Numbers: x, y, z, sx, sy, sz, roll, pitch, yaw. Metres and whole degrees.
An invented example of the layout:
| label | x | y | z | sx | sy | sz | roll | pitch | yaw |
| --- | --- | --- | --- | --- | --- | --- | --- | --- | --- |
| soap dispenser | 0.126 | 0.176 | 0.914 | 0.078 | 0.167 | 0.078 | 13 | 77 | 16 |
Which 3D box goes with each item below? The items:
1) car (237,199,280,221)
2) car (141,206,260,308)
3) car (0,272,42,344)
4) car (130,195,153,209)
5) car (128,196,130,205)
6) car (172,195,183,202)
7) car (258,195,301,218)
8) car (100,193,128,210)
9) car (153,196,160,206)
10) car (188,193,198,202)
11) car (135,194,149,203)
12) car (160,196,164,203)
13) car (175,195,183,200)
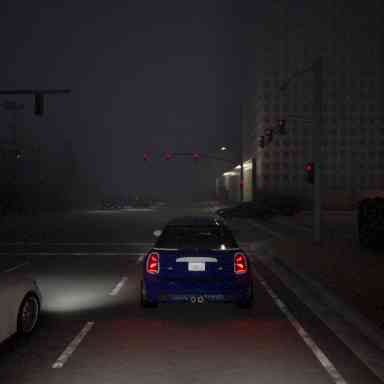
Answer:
| label | x | y | z | sx | sy | sz | roll | pitch | yaw |
| --- | --- | --- | --- | --- | --- | --- | --- | --- | --- |
| car | 4.350 | 1.569 | 26.938 | 4.674 | 1.442 | 1.812 | 1 | 0 | 0 |
| car | 0.102 | 1.352 | 8.070 | 2.097 | 1.767 | 4.553 | 0 | 0 | 0 |
| car | -3.430 | 1.526 | 3.640 | 1.812 | 1.442 | 4.674 | 0 | 0 | 1 |
| car | -6.973 | 1.526 | 46.345 | 1.812 | 1.442 | 4.674 | 0 | 0 | 0 |
| car | -10.455 | 1.478 | 53.883 | 1.882 | 1.535 | 5.008 | 0 | 0 | 0 |
| car | -3.323 | 1.469 | 73.542 | 1.882 | 1.535 | 5.008 | 0 | 0 | 0 |
| car | 7.088 | 1.277 | 30.446 | 5.566 | 2.045 | 2.150 | 0 | 0 | 0 |
| car | -10.484 | 1.221 | 44.114 | 2.150 | 2.045 | 5.566 | 0 | 0 | 0 |
| car | -6.947 | 1.502 | 55.234 | 1.837 | 1.490 | 4.892 | 0 | 1 | 0 |
| car | 0.176 | 1.530 | 73.123 | 2.033 | 1.411 | 5.357 | 0 | 0 | 0 |
| car | -10.334 | 1.352 | 68.742 | 2.097 | 1.767 | 4.553 | 0 | 0 | 0 |
| car | -6.833 | 1.563 | 69.287 | 1.994 | 1.385 | 4.181 | 0 | 0 | 0 |
| car | -3.298 | 1.423 | 83.794 | 1.895 | 1.301 | 4.718 | 0 | 0 | 0 |
